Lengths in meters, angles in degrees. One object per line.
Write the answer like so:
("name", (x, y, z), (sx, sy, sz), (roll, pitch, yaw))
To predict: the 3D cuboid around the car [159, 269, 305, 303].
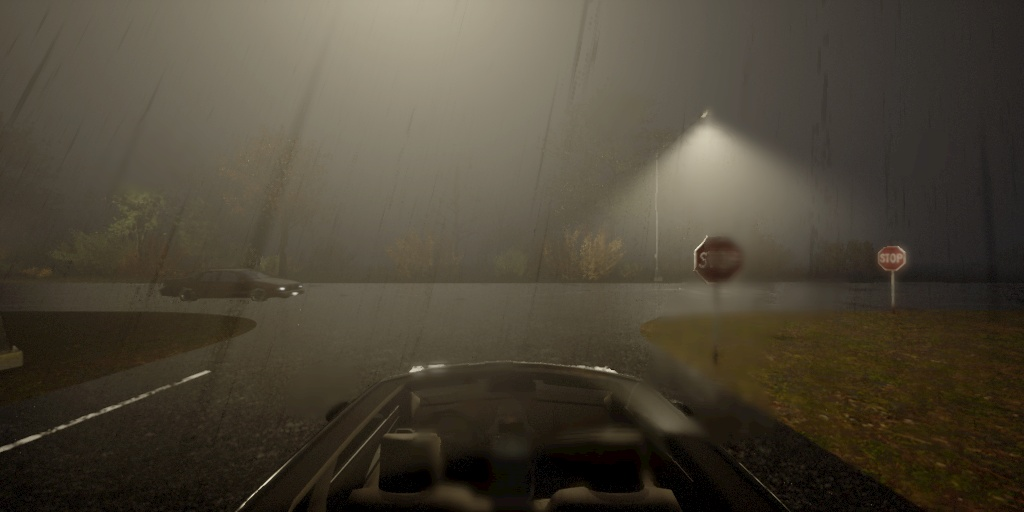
("car", (-12.394, 1.293, 16.044), (5.357, 1.411, 2.033), (0, 0, 0))
